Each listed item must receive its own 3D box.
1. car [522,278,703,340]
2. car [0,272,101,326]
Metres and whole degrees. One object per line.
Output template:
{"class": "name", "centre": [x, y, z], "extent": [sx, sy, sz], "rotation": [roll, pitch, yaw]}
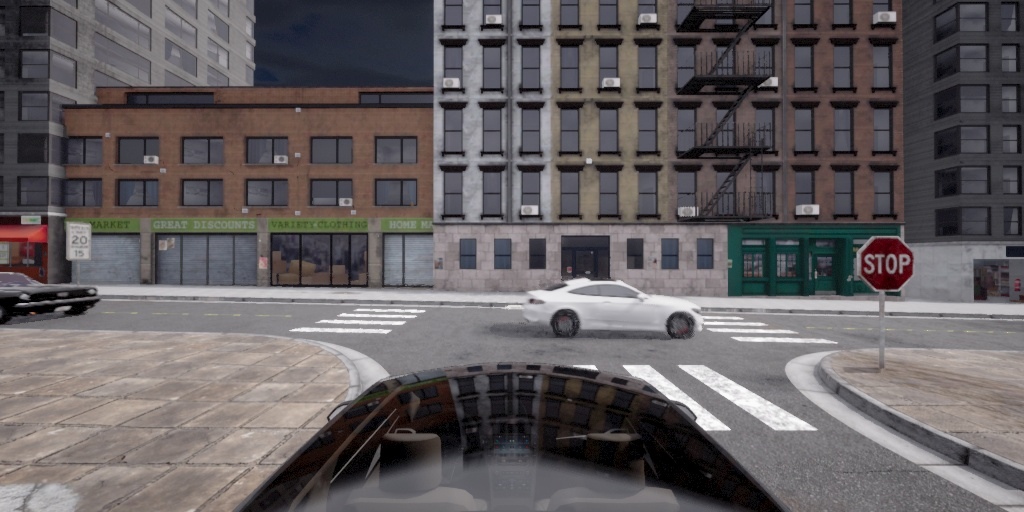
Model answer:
{"class": "car", "centre": [2.622, 1.344, 9.717], "extent": [4.674, 1.442, 1.812], "rotation": [1, -1, 0]}
{"class": "car", "centre": [-14.460, 1.087, 9.801], "extent": [4.718, 1.301, 1.895], "rotation": [1, 0, 0]}
